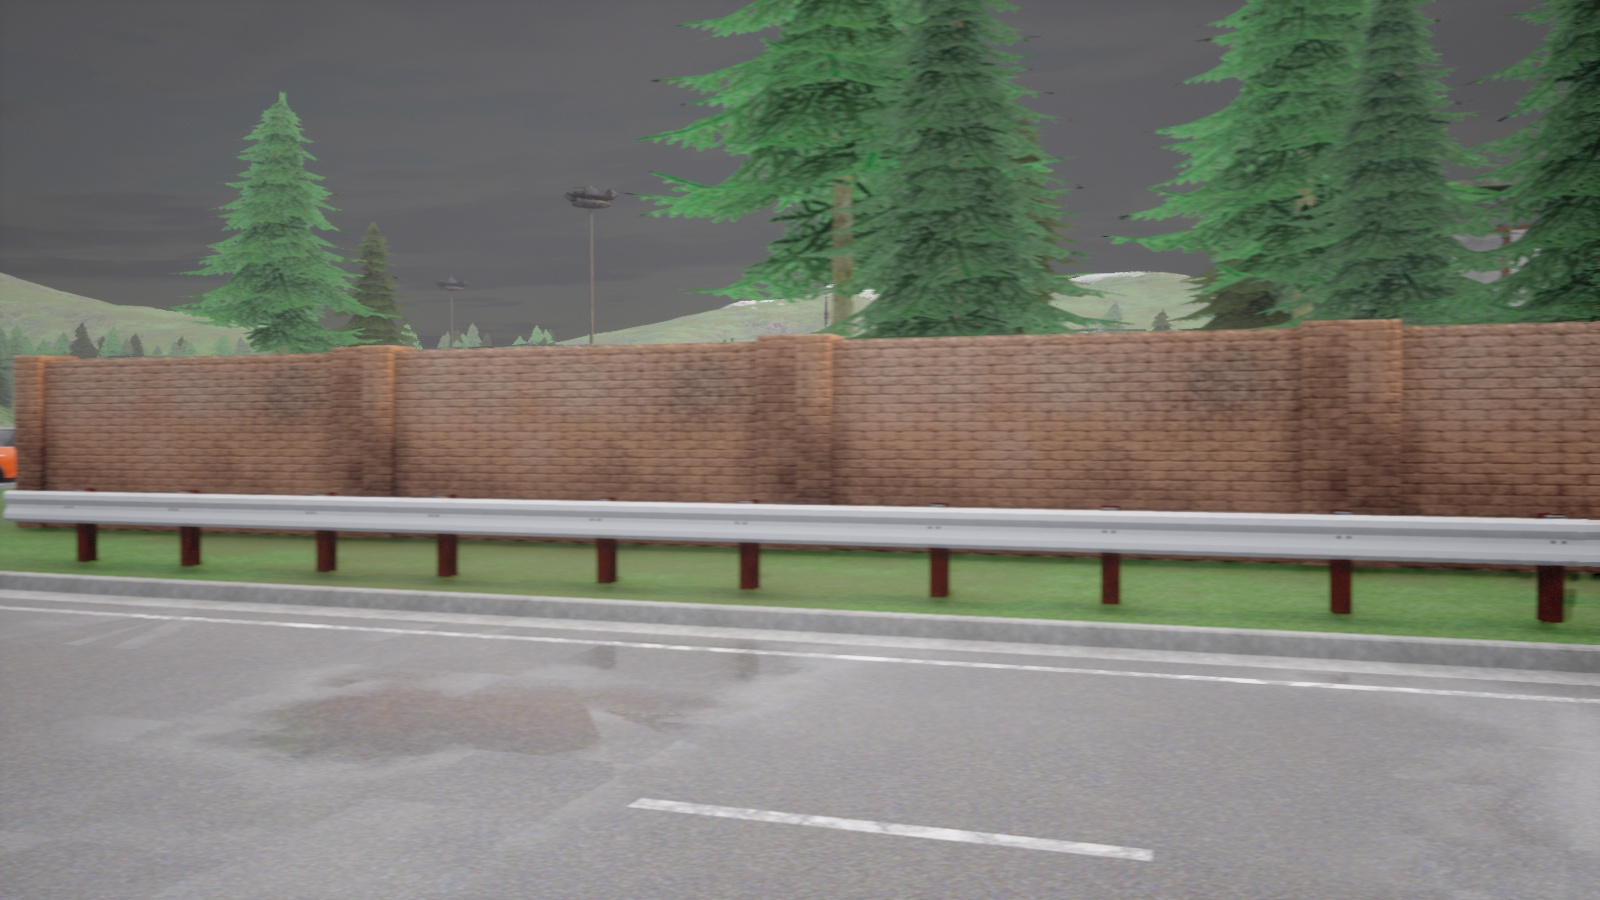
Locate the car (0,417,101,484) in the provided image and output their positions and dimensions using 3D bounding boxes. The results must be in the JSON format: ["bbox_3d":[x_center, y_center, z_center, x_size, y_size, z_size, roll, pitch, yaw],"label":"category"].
[{"bbox_3d":[-21.702,-0.015,34.020,2.097,1.767,4.553,1,1,21],"label":"car"}]
